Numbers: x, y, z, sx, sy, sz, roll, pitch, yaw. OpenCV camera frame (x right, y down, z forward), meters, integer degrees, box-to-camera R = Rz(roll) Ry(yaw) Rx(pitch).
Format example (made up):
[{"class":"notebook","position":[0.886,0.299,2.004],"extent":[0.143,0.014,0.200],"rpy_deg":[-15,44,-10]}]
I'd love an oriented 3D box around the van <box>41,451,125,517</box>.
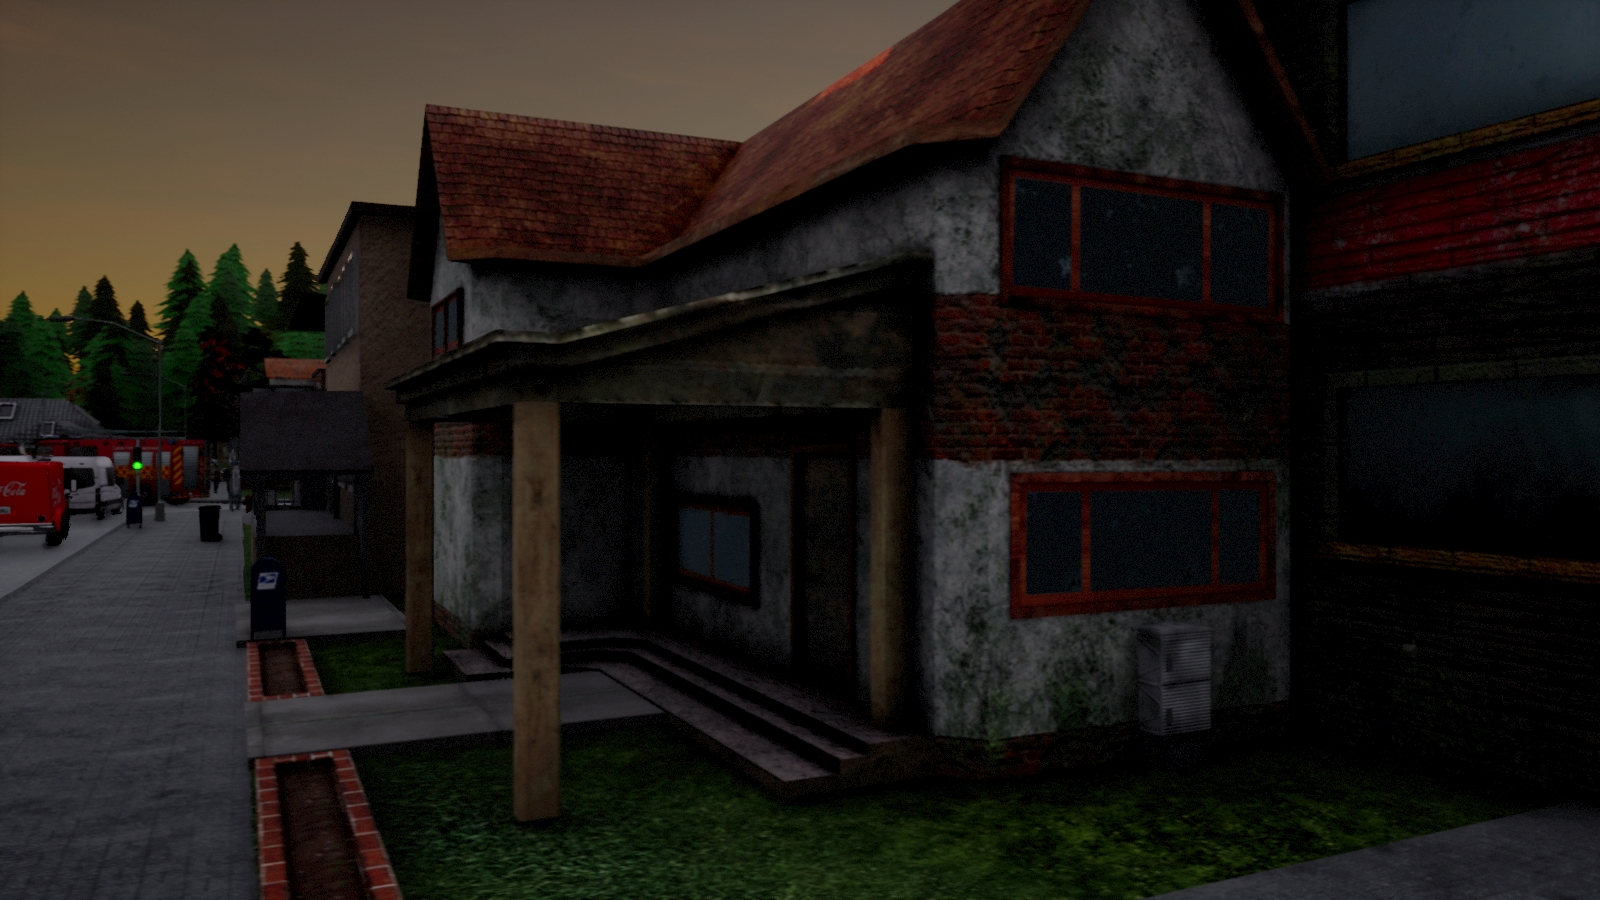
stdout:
[{"class":"van","position":[-29.872,1.327,47.800],"extent":[1.988,2.561,5.915],"rpy_deg":[0,0,-22]}]

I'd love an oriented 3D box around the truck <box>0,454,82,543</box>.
[{"class":"truck","position":[-23.470,1.358,34.342],"extent":[2.627,2.467,5.204],"rpy_deg":[0,0,-26]}]

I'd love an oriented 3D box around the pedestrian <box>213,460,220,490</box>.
[{"class":"pedestrian","position":[-36.203,1.535,70.862],"extent":[0.375,1.860,0.375],"rpy_deg":[0,0,-29]}]

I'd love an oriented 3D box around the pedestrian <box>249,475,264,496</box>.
[{"class":"pedestrian","position":[-29.126,1.911,61.201],"extent":[0.500,1.100,0.500],"rpy_deg":[0,0,27]}]

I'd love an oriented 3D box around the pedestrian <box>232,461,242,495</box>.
[{"class":"pedestrian","position":[-30.654,1.531,62.200],"extent":[0.375,1.860,0.375],"rpy_deg":[0,0,36]}]

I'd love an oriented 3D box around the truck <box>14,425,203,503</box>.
[{"class":"truck","position":[-35.326,0.685,58.483],"extent":[8.468,3.827,2.891],"rpy_deg":[0,0,10]}]
